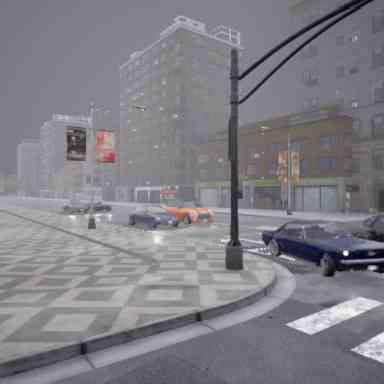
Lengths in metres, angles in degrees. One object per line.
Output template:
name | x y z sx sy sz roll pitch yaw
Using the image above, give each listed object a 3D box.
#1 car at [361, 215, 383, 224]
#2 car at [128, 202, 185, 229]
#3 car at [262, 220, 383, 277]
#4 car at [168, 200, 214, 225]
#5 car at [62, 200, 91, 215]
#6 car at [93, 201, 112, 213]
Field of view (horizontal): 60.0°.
car | 8.292 1.560 12.707 2.033 1.411 5.357 0 0 -36
car | -2.698 1.597 22.279 1.812 1.442 4.674 0 0 -36
car | 4.048 1.616 10.520 1.895 1.301 4.718 0 0 -13
car | -0.410 1.426 24.658 2.097 1.767 4.553 0 0 -36
car | -12.709 1.634 36.048 1.837 1.490 4.892 0 0 -36
car | -11.183 1.734 39.482 1.895 1.301 4.718 0 0 -36
